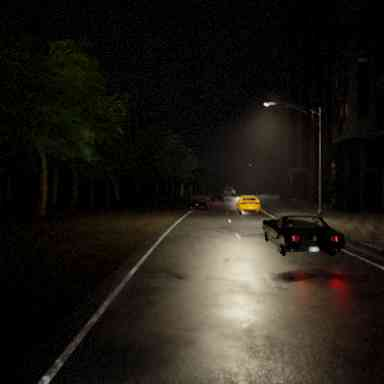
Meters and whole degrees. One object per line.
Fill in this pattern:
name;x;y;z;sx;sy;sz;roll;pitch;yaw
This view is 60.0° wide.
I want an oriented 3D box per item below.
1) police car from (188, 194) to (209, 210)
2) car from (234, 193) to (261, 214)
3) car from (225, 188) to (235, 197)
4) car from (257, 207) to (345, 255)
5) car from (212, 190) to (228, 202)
police car;0.752;1.009;35.523;1.930;1.638;5.238;0;1;6
car;5.136;1.127;30.473;1.882;1.535;5.008;0;1;5
car;8.480;0.047;74.886;2.150;2.045;5.566;0;1;14
car;3.915;1.472;12.616;1.895;1.301;4.718;0;1;2
car;4.219;0.823;53.090;1.837;1.490;4.892;0;1;9
